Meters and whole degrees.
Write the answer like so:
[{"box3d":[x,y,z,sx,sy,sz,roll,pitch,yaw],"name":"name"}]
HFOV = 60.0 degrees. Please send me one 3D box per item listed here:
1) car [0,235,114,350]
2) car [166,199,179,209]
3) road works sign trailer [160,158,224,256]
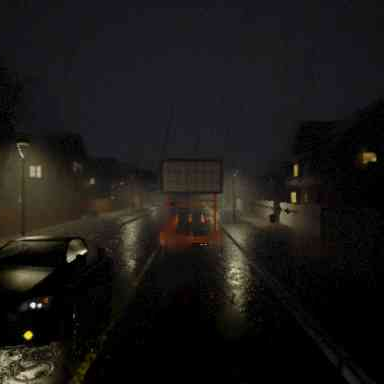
[{"box3d":[-2.850,1.560,6.323,1.994,1.385,4.181,0,0,0],"name":"car"},{"box3d":[-2.831,1.682,49.388,2.033,1.411,5.357,0,0,0],"name":"car"},{"box3d":[-0.005,0.463,13.079,2.380,3.560,2.880,0,0,1],"name":"road works sign trailer"}]
